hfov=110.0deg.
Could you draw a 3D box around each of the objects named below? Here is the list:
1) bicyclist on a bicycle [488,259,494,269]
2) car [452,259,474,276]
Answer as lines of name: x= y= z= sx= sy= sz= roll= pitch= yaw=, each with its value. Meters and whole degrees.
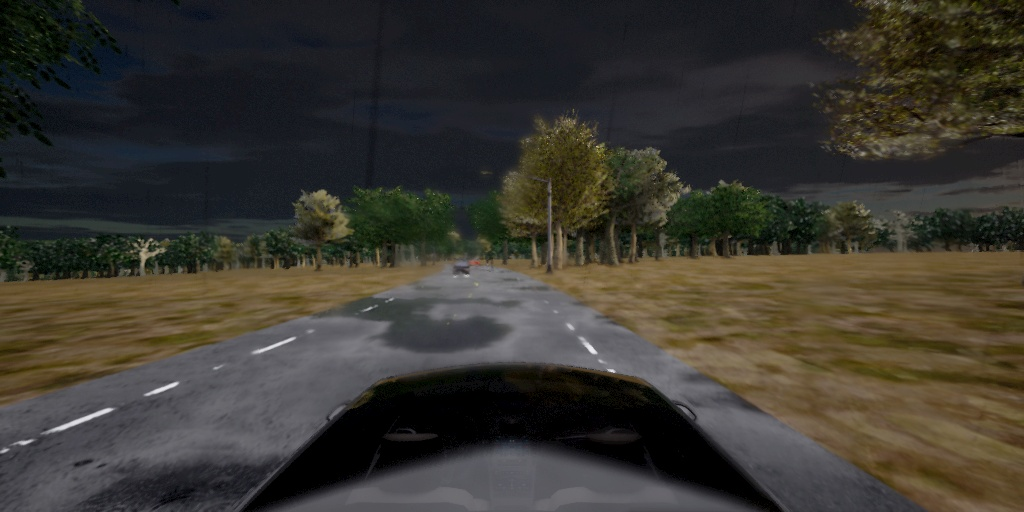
bicyclist on a bicycle: x=-3.187 y=1.342 z=58.457 sx=0.582 sy=1.620 sz=1.656 roll=0 pitch=-1 yaw=-8
car: x=-5.481 y=1.363 z=39.454 sx=2.033 sy=1.411 sz=5.357 roll=0 pitch=0 yaw=-5
